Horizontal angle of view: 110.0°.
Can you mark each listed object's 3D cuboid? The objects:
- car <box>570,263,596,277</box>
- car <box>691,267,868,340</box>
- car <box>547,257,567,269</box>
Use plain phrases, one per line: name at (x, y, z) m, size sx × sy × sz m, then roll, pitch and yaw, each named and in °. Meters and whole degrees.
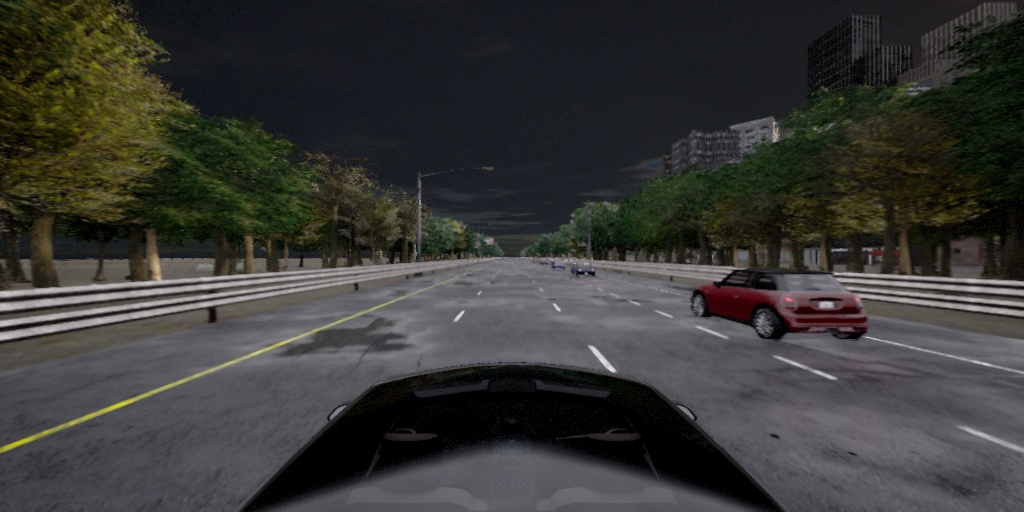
car at (7.030, 1.383, 36.108) m, size 1.895 × 1.301 × 4.718 m, roll 0°, pitch 0°, yaw 0°
car at (6.998, 1.106, 10.107) m, size 2.097 × 1.767 × 4.553 m, roll 0°, pitch 0°, yaw 0°
car at (7.102, 1.351, 56.045) m, size 2.033 × 1.411 × 5.357 m, roll 0°, pitch 0°, yaw 0°
